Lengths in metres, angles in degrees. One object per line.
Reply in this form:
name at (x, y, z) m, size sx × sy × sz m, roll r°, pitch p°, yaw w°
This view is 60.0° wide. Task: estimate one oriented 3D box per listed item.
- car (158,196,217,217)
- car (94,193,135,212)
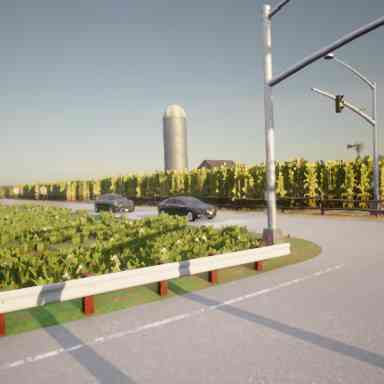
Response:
car at (-0.414, 1.077, 22.249) m, size 1.837 × 1.490 × 4.892 m, roll -4°, pitch 2°, yaw -40°
car at (-7.057, 0.964, 30.062) m, size 2.097 × 1.767 × 4.553 m, roll -4°, pitch 2°, yaw -40°
